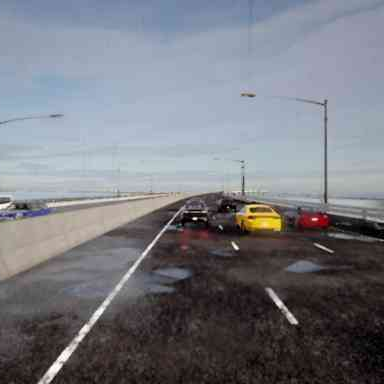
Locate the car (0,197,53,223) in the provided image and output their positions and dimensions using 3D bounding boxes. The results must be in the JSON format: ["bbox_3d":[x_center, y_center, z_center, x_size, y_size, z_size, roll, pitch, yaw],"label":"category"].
[{"bbox_3d":[-10.443,1.350,20.562,2.097,1.767,4.553,0,0,1],"label":"car"}]

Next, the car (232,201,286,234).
[{"bbox_3d":[3.675,1.479,19.176,1.882,1.535,5.008,0,0,0],"label":"car"}]

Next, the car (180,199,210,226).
[{"bbox_3d":[0.211,1.492,23.615,2.128,1.511,4.902,0,0,0],"label":"car"}]

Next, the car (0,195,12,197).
[{"bbox_3d":[-13.917,1.225,22.103,2.150,2.045,5.566,0,0,1],"label":"car"}]

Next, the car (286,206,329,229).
[{"bbox_3d":[7.194,1.565,21.475,1.994,1.385,4.181,0,0,0],"label":"car"}]

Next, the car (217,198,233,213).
[{"bbox_3d":[3.871,1.473,37.784,1.882,1.535,5.008,0,0,1],"label":"car"}]
